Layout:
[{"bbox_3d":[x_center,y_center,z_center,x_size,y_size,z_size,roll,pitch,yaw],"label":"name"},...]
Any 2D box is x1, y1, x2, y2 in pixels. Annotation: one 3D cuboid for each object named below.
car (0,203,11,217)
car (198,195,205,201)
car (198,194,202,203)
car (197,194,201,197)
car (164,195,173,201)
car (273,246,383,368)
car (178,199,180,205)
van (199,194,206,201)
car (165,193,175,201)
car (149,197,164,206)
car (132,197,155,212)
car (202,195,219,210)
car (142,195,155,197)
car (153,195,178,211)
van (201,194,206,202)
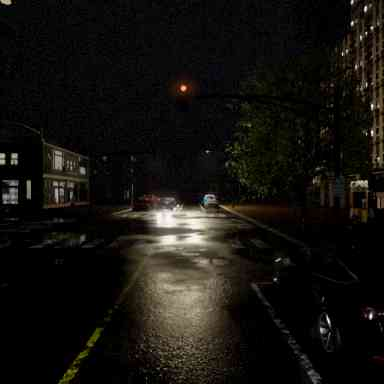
[{"bbox_3d":[-17.304,1.371,27.216,4.507,1.381,1.887,1,-1,-1],"label":"car"},{"bbox_3d":[2.578,1.534,88.371,1.752,1.417,4.829,0,0,0],"label":"car"},{"bbox_3d":[2.614,1.556,60.446,2.008,1.369,4.403,0,0,0],"label":"car"},{"bbox_3d":[2.600,1.572,71.548,1.947,1.339,4.313,0,0,0],"label":"car"},{"bbox_3d":[-5.795,1.558,82.636,2.008,1.369,4.403,0,0,0],"label":"car"},{"bbox_3d":[2.687,1.566,5.763,1.947,1.339,4.313,0,0,0],"label":"car"},{"bbox_3d":[-3.166,1.567,49.137,1.994,1.385,4.181,0,0,-1],"label":"car"},{"bbox_3d":[2.587,1.349,82.650,1.690,1.788,3.998,0,0,0],"label":"van"},{"bbox_3d":[-5.802,1.324,88.187,2.192,1.841,5.009,0,0,0],"label":"car"},{"bbox_3d":[-5.758,1.555,54.881,2.008,1.369,4.403,0,0,0],"label":"car"},{"bbox_3d":[-5.736,1.584,38.228,1.802,1.307,4.206,0,0,0],"label":"car"},{"bbox_3d":[2.636,1.528,43.962,1.752,1.417,4.829,0,0,0],"label":"car"},{"bbox_3d":[-5.743,1.318,43.779,2.192,1.841,5.009,0,0,0],"label":"car"},{"bbox_3d":[-3.145,1.494,40.006,2.128,1.511,4.902,0,0,0],"label":"car"},{"bbox_3d":[2.630,1.345,49.344,1.690,1.788,3.998,0,0,0],"label":"van"}]
